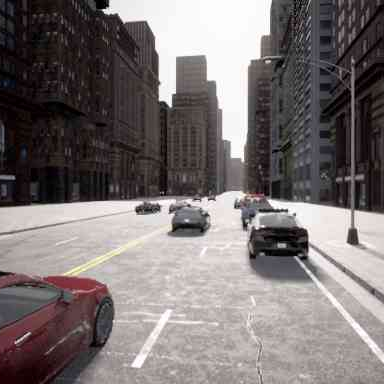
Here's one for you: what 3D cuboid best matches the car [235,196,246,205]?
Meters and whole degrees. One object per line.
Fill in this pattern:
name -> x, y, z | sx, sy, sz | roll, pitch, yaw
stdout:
car -> 9.253, 1.554, 63.488 | 2.128, 1.511, 4.902 | 0, 0, 8

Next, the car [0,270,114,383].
car -> -2.379, 1.526, 3.447 | 1.812, 1.442, 4.674 | 0, 0, 8

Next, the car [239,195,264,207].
car -> 5.302, 1.234, 28.417 | 2.150, 2.045, 5.566 | 0, 0, 8

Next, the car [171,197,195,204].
car -> -1.271, 1.579, 36.066 | 1.994, 1.385, 4.181 | 0, 0, 8

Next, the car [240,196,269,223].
car -> 4.457, 1.357, 22.416 | 2.097, 1.767, 4.553 | 0, 0, 8

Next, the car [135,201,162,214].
car -> -4.617, 1.615, 35.607 | 1.895, 1.301, 4.718 | 0, 0, 8

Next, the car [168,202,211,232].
car -> 0.018, 1.569, 20.463 | 1.994, 1.385, 4.181 | 0, 0, 8

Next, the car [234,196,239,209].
car -> 6.860, 1.594, 46.432 | 1.994, 1.385, 4.181 | 0, 0, 8

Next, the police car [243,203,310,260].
police car -> 3.083, 1.427, 12.652 | 1.930, 1.638, 5.238 | 0, 0, 8

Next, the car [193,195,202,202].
car -> 1.218, 1.557, 76.366 | 1.837, 1.490, 4.892 | 0, 0, 8

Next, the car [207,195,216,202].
car -> 4.611, 1.471, 77.149 | 1.882, 1.535, 5.008 | 0, 0, 8
